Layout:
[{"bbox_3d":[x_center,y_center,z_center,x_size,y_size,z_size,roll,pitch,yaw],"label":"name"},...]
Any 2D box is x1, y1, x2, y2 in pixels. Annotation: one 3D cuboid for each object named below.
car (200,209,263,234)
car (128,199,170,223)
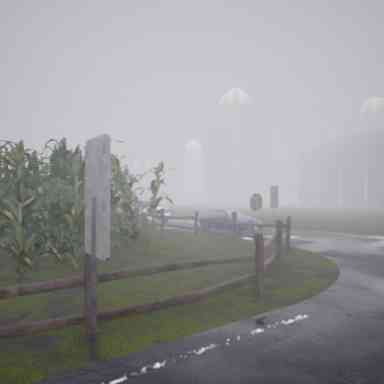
[{"bbox_3d":[2.299,1.776,20.740,1.812,1.442,4.674,0,-1,-36],"label":"car"},{"bbox_3d":[-4.122,1.649,29.308,2.150,2.045,5.566,0,-1,-37],"label":"car"}]
